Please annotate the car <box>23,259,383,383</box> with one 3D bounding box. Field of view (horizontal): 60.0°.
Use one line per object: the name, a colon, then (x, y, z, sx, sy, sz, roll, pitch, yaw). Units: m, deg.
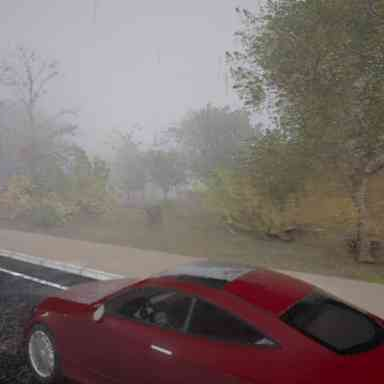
car: (0.020, 1.523, 3.705, 4.674, 1.442, 1.812, 0, 0, 36)
